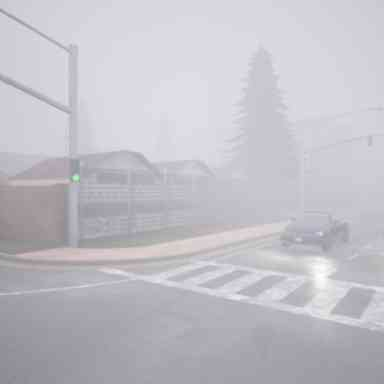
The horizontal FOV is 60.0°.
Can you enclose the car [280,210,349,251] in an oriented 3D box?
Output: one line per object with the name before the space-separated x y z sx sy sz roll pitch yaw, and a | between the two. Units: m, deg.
car | 5.426 1.526 14.379 1.812 1.442 4.674 0 0 38
